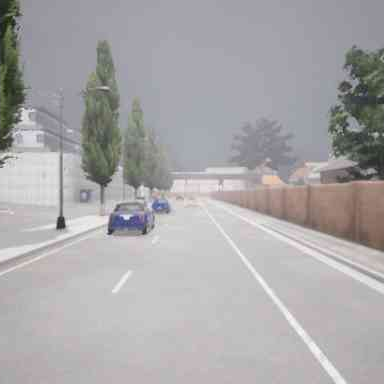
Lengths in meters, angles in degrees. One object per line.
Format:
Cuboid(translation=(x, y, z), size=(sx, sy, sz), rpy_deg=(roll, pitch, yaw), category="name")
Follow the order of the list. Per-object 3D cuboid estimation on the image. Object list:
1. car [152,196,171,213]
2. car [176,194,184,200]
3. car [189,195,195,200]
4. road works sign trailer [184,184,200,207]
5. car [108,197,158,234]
Cuboid(translation=(-3.392, 1.519, 37.303), size=(1.882, 1.535, 5.008), rpy_deg=(0, 0, 0), category="car")
Cuboid(translation=(-3.481, 1.585, 95.266), size=(2.128, 1.511, 4.902), rpy_deg=(0, 0, 0), category="car")
Cuboid(translation=(0.019, 1.655, 95.295), size=(1.895, 1.301, 4.718), rpy_deg=(0, 0, 0), category="car")
Cuboid(translation=(0.010, 0.521, 51.541), size=(2.380, 3.560, 2.880), rpy_deg=(0, 0, 0), category="road works sign trailer")
Cuboid(translation=(-3.396, 1.373, 19.402), size=(2.097, 1.767, 4.553), rpy_deg=(0, 0, 0), category="car")
